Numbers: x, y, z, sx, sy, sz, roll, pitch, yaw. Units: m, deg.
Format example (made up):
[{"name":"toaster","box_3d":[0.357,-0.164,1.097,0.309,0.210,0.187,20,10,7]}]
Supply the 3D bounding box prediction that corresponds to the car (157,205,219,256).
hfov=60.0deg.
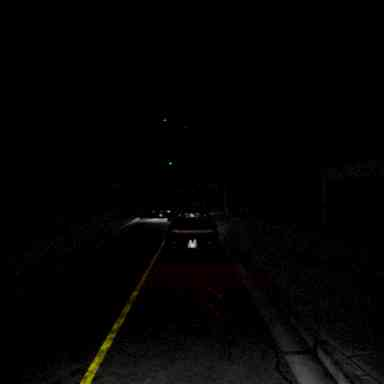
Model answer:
[{"name":"car","box_3d":[0.036,1.486,13.083,2.128,1.511,4.902,0,0,1]}]

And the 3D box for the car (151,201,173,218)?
[{"name":"car","box_3d":[-2.537,1.531,30.037,2.033,1.411,5.357,0,0,0]}]

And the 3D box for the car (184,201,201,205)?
[{"name":"car","box_3d":[0.029,1.490,27.955,1.837,1.490,4.892,0,0,0]}]
